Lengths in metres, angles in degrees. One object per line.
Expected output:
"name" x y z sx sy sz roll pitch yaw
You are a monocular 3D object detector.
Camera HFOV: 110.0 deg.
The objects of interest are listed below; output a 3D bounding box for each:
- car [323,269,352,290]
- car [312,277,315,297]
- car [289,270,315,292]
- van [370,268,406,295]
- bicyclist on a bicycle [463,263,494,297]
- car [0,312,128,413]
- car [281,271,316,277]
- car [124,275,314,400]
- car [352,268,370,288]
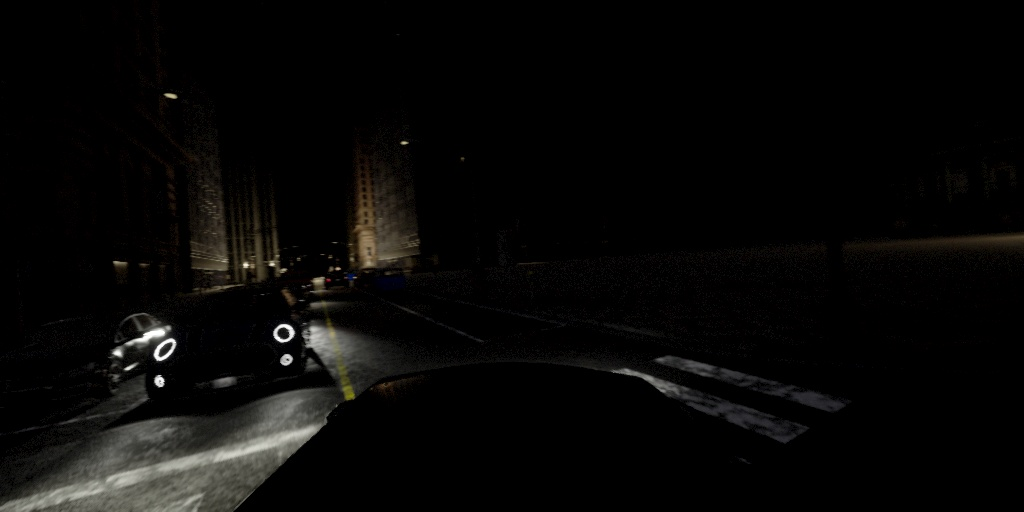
"car" -18.072 2.429 36.959 2.097 1.767 4.553 -4 0 -28
"car" -10.349 1.967 16.410 2.128 1.511 4.902 -4 0 -29
"car" -22.518 2.621 38.695 2.150 2.045 5.566 -4 0 -29
"van" -8.746 1.718 25.534 1.690 1.789 3.998 0 0 -29
"bicyclist on a bicycle" -1.649 1.149 17.345 1.656 1.620 0.582 -4 0 -29
"car" -8.310 1.869 7.083 2.007 1.370 4.403 0 0 -29
"car" -15.421 2.080 25.608 2.150 2.045 5.566 -4 0 -29
"car" -5.585 1.474 7.634 2.097 1.767 4.553 -4 0 -27
"car" -14.005 2.094 35.096 2.192 1.841 5.009 0 0 -29
